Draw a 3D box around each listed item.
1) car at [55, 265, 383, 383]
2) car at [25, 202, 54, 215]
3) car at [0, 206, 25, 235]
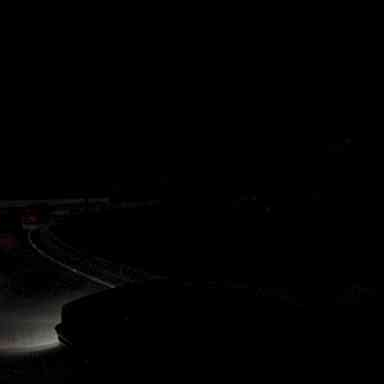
[{"bbox_3d":[0.661,1.578,3.627,5.357,1.411,2.033,0,-1,39],"label":"car"},{"bbox_3d":[-17.674,1.851,38.409,1.812,1.442,4.674,0,0,1],"label":"car"},{"bbox_3d":[-11.254,1.647,19.778,1.882,1.535,5.008,0,0,-24],"label":"car"}]
